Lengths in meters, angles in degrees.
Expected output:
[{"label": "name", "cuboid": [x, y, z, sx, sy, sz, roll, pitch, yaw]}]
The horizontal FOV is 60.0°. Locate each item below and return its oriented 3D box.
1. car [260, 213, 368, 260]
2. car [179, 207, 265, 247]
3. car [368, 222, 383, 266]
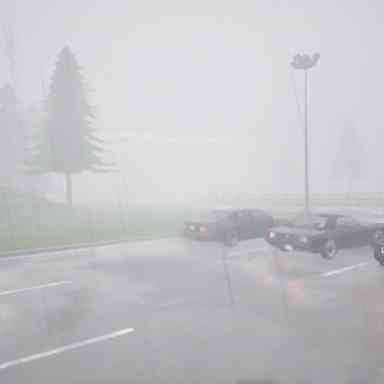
[{"label": "car", "cuboid": [4.821, 1.392, 11.592, 4.718, 1.301, 1.895, -1, 1, -35]}, {"label": "car", "cuboid": [2.077, 1.355, 13.945, 5.357, 1.411, 2.033, -1, 1, -35]}, {"label": "car", "cuboid": [6.839, 1.392, 8.732, 4.718, 1.301, 1.895, -1, 1, -35]}]
